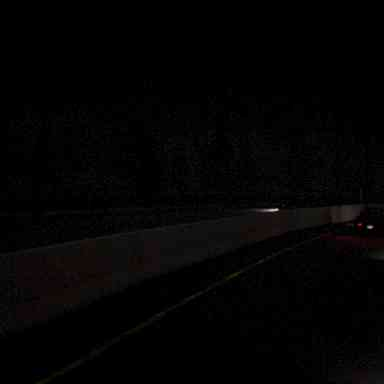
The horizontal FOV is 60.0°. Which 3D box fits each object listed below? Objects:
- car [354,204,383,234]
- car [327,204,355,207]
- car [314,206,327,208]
[{"bbox_3d":[10.282,1.549,18.283,1.812,1.442,4.674,1,1,39],"label":"car"},{"bbox_3d":[16.534,1.560,35.174,4.181,1.385,1.994,1,0,-41],"label":"car"},{"bbox_3d":[16.828,1.509,40.062,5.357,1.411,2.033,1,1,-40],"label":"car"}]
